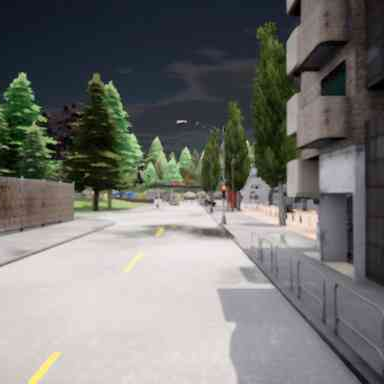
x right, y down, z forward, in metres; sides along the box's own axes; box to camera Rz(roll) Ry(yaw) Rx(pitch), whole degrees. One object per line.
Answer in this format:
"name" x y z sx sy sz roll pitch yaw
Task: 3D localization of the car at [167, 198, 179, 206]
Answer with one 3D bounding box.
"car" -3.979 2.382 73.143 2.097 1.767 4.553 0 -1 0
